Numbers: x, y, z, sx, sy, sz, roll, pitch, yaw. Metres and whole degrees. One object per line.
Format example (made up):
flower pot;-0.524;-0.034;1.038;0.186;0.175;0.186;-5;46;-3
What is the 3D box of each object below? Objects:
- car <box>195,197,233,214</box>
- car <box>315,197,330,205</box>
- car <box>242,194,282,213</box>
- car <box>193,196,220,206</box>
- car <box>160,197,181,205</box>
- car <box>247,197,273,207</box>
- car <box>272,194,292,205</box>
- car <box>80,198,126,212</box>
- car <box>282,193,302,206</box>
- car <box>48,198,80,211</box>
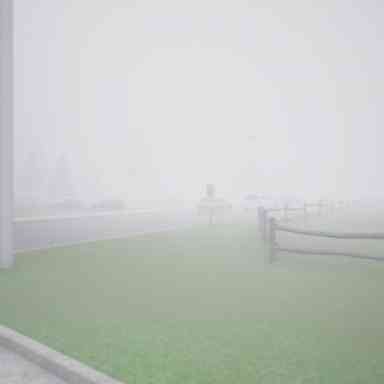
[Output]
car;2.497;1.352;34.922;2.097;1.767;4.553;0;0;35
car;22.617;1.525;57.273;1.812;1.442;4.674;0;0;36
car;7.426;1.221;35.886;2.150;2.045;5.566;0;0;35
car;2.432;1.494;55.203;2.128;1.511;4.902;0;0;36
car;-3.740;1.565;58.603;1.994;1.385;4.181;0;0;36
car;10.964;1.548;53.190;2.033;1.411;5.357;0;0;36
car;16.479;1.352;60.910;2.097;1.767;4.553;0;0;36
car;-9.713;1.493;37.848;2.128;1.511;4.902;0;0;35
car;16.080;1.224;54.266;2.150;2.045;5.566;0;0;36
car;-15.639;1.527;41.587;1.812;1.442;4.674;0;0;35
